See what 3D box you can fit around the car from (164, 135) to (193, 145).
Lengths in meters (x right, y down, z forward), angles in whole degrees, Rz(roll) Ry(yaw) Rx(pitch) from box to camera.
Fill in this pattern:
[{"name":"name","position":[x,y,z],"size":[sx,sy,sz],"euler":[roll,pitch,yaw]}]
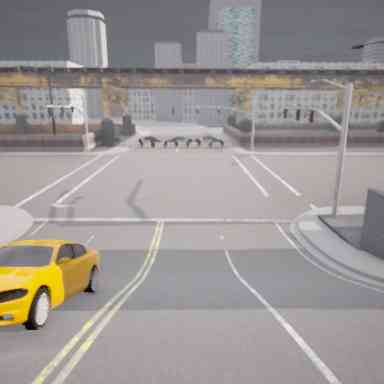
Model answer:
[{"name":"car","position":[-2.279,-8.788,56.160],"size":[4.536,1.218,1.853],"euler":[-10,18,-34]}]

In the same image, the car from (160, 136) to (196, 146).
[{"name":"car","position":[-2.321,-8.628,56.171],"size":[4.974,1.542,2.038],"euler":[-10,18,-34]}]

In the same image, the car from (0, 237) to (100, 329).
[{"name":"car","position":[-3.608,1.846,7.684],"size":[1.882,1.535,5.008],"euler":[0,-6,1]}]

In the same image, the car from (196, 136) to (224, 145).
[{"name":"car","position":[3.056,-8.813,56.864],"size":[4.974,1.542,2.038],"euler":[8,17,28]}]

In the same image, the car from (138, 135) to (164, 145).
[{"name":"car","position":[-6.966,-8.802,56.215],"size":[4.536,1.218,1.853],"euler":[14,20,42]}]

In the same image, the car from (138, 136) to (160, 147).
[{"name":"car","position":[-6.929,-8.640,56.221],"size":[4.974,1.542,2.038],"euler":[14,20,42]}]

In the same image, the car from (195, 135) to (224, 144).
[{"name":"car","position":[3.011,-8.972,56.848],"size":[4.536,1.218,1.853],"euler":[8,17,28]}]
